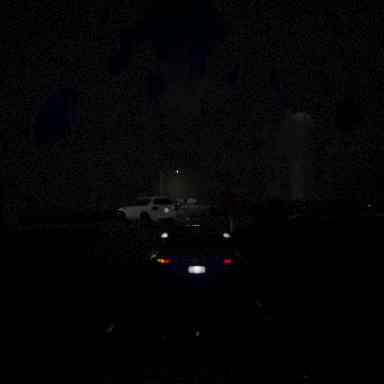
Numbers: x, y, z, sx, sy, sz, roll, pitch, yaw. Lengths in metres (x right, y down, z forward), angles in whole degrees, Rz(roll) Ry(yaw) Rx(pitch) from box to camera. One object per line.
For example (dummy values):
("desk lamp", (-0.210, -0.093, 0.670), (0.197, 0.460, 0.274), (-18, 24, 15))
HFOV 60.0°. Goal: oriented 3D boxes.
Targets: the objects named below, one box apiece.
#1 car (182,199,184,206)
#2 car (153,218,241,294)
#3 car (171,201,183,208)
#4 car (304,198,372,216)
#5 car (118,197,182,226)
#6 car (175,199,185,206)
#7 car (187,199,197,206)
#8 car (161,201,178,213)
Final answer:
("car", (-2.841, 2.049, 53.193), (2.033, 1.411, 5.357), (0, -1, 1))
("car", (0.098, 1.608, 8.951), (1.994, 1.385, 4.181), (0, 0, 0))
("car", (-2.797, 2.286, 62.661), (1.895, 1.301, 4.718), (0, -1, 1))
("car", (12.549, 1.270, 28.715), (5.357, 1.411, 2.033), (-2, -1, -2))
("car", (-3.574, 1.435, 25.597), (2.150, 2.045, 5.566), (1, -3, -40))
("car", (-2.763, 2.336, 76.994), (2.128, 1.511, 4.902), (0, -1, 0))
("car", (-0.013, 2.265, 73.548), (2.097, 1.767, 4.553), (0, -1, 0))
("car", (-2.854, 1.903, 42.869), (1.994, 1.385, 4.181), (0, -1, 0))
